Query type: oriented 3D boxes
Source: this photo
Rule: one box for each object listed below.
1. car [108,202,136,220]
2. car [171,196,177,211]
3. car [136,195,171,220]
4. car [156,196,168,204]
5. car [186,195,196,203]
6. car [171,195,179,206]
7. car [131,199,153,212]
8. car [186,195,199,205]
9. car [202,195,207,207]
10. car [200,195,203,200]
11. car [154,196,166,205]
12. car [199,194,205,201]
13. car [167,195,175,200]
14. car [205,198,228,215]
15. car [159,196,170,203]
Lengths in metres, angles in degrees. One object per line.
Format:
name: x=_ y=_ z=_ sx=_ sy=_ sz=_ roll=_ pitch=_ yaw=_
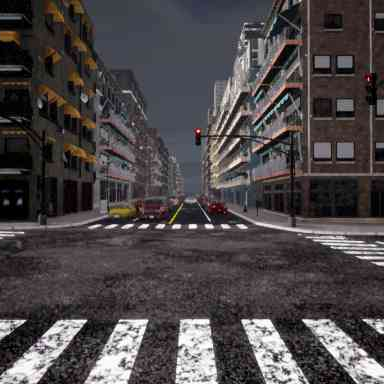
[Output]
car: x=-5.776 y=1.532 z=27.872 sx=1.752 sy=1.417 sz=4.829 roll=1 pitch=0 yaw=0
car: x=-3.232 y=1.557 z=39.257 sx=2.033 sy=1.411 sz=5.357 roll=0 pitch=0 yaw=0
car: x=-3.169 y=1.359 z=28.126 sx=2.097 sy=1.767 sz=4.553 roll=0 pitch=0 yaw=-1
car: x=-5.908 y=1.571 z=66.706 sx=2.008 sy=1.369 sz=4.403 roll=1 pitch=0 yaw=0
car: x=-0.235 y=1.478 z=69.837 sx=2.128 sy=1.511 sz=4.902 roll=0 pitch=0 yaw=0
car: x=-3.260 y=1.368 z=53.732 sx=2.097 sy=1.767 sz=4.553 roll=0 pitch=0 yaw=0
car: x=-5.815 y=1.554 z=39.089 sx=1.887 sy=1.381 sz=4.507 roll=1 pitch=0 yaw=0
car: x=-0.201 y=1.618 z=59.861 sx=1.895 sy=1.301 sz=4.718 roll=0 pitch=0 yaw=0
car: x=2.567 y=1.450 z=39.103 sx=1.967 sy=1.590 sz=4.097 roll=1 pitch=0 yaw=0
car: x=2.528 y=1.596 z=50.150 sx=1.802 sy=1.307 sz=4.206 roll=1 pitch=0 yaw=0
car: x=-5.889 y=1.543 z=61.013 sx=1.752 sy=1.417 sz=4.829 roll=1 pitch=0 yaw=0
car: x=2.724 y=1.380 z=81.893 sx=2.097 sy=1.767 sz=4.553 roll=0 pitch=0 yaw=0
car: x=-6.001 y=1.587 z=94.323 sx=2.008 sy=1.369 sz=4.403 roll=1 pitch=0 yaw=0
car: x=2.585 y=1.553 z=33.579 sx=1.887 sy=1.381 sz=4.507 roll=1 pitch=0 yaw=0
car: x=-5.927 y=1.568 z=72.230 sx=1.887 sy=1.381 sz=4.507 roll=1 pitch=0 yaw=0
